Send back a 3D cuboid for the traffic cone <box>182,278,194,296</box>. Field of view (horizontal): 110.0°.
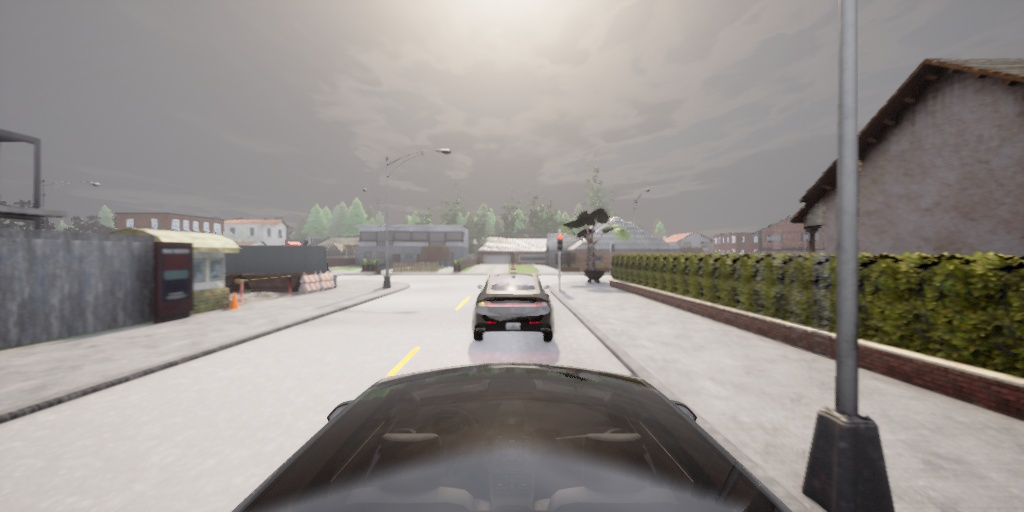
[{"bbox_3d":[-15.276,1.485,17.067,0.344,0.586,0.344,0,0,0],"label":"traffic cone"}]

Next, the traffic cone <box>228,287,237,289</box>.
[{"bbox_3d":[-10.392,1.512,13.021,0.344,0.586,0.344,0,0,0],"label":"traffic cone"}]

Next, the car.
[{"bbox_3d":[0.042,1.202,9.673,2.128,1.511,4.902,0,0,1],"label":"car"}]

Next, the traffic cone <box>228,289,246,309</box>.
[{"bbox_3d":[-9.672,1.544,12.501,0.344,0.586,0.344,0,0,0],"label":"traffic cone"}]

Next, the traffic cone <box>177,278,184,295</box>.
[{"bbox_3d":[-15.846,1.480,17.427,0.344,0.586,0.344,0,0,0],"label":"traffic cone"}]

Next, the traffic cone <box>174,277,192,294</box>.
[{"bbox_3d":[-16.886,1.499,18.427,0.344,0.586,0.344,0,0,0],"label":"traffic cone"}]
